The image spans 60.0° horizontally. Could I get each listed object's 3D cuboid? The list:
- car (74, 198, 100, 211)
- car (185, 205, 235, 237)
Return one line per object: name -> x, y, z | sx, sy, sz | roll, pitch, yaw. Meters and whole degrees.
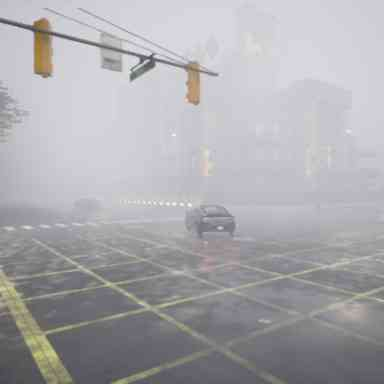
car -> -12.441, 1.449, 39.376 | 1.837, 1.490, 4.892 | 0, 0, -36
car -> 0.839, 1.443, 17.801 | 2.128, 1.511, 4.902 | 0, 0, -11
